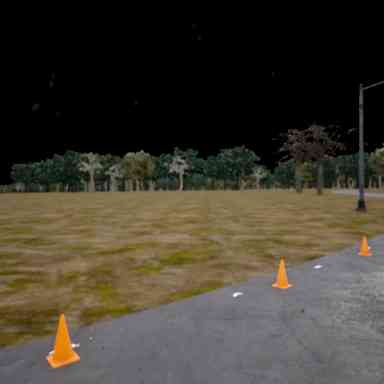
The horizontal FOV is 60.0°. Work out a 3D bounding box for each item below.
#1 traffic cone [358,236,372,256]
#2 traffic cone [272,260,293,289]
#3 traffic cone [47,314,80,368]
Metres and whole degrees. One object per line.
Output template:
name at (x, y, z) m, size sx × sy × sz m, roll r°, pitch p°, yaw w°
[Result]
traffic cone at (5.607, 1.735, 10.789) m, size 0.340 × 0.580 × 0.340 m, roll -2°, pitch 1°, yaw -44°
traffic cone at (2.034, 1.827, 7.497) m, size 0.340 × 0.580 × 0.340 m, roll -1°, pitch 1°, yaw -41°
traffic cone at (-1.705, 1.917, 4.396) m, size 0.340 × 0.580 × 0.340 m, roll -1°, pitch 1°, yaw -38°
